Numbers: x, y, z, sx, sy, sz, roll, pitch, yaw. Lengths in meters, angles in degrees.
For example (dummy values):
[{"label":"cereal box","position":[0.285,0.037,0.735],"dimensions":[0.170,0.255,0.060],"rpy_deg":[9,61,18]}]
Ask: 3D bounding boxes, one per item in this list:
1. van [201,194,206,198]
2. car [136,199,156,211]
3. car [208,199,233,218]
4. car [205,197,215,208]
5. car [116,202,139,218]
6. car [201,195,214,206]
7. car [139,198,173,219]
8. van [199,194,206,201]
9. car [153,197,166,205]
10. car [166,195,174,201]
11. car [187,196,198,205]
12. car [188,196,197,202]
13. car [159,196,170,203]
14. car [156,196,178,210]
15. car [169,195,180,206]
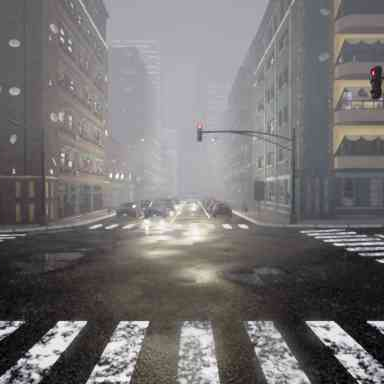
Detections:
[{"label":"van","position":[2.721,1.353,52.393],"dimensions":[1.690,1.788,3.998],"rpy_deg":[0,0,0]},{"label":"car","position":[-5.666,1.572,41.364],"dimensions":[1.947,1.339,4.313],"rpy_deg":[0,0,0]},{"label":"car","position":[2.707,1.584,30.299],"dimensions":[1.802,1.307,4.206],"rpy_deg":[0,0,0]},{"label":"car","position":[2.711,1.570,35.822],"dimensions":[1.947,1.339,4.313],"rpy_deg":[0,0,0]},{"label":"car","position":[-5.674,1.568,30.317],"dimensions":[1.947,1.339,4.313],"rpy_deg":[0,0,0]},{"label":"car","position":[2.719,1.554,46.869],"dimensions":[1.887,1.381,4.507],"rpy_deg":[0,0,0]},{"label":"car","position":[-3.079,1.549,29.823],"dimensions":[2.033,1.411,5.357],"rpy_deg":[0,0,0]},{"label":"van","position":[2.745,1.377,85.534],"dimensions":[1.690,1.788,3.998],"rpy_deg":[-1,0,0]},{"label":"car","position":[-5.654,1.560,57.935],"dimensions":[1.887,1.381,4.507],"rpy_deg":[0,0,0]},{"label":"car","position":[-5.635,1.561,85.382],"dimensions":[1.752,1.417,4.829],"rpy_deg":[0,0,0]},{"label":"car","position":[0.044,1.542,59.757],"dimensions":[1.812,1.442,4.674],"rpy_deg":[0,0,0]},{"label":"car","position":[0.052,1.451,69.792],"dimensions":[1.895,1.301,4.718],"rpy_deg":[0,0,0]},{"label":"car","position":[-5.646,1.604,68.982],"dimensions":[1.802,1.307,4.206],"rpy_deg":[0,0,0]},{"label":"car","position":[-3.068,1.511,39.962],"dimensions":[1.837,1.490,4.892],"rpy_deg":[0,0,0]},{"label":"car","position":[-3.024,1.506,56.113],"dimensions":[2.128,1.511,4.902],"rpy_deg":[0,0,0]}]
